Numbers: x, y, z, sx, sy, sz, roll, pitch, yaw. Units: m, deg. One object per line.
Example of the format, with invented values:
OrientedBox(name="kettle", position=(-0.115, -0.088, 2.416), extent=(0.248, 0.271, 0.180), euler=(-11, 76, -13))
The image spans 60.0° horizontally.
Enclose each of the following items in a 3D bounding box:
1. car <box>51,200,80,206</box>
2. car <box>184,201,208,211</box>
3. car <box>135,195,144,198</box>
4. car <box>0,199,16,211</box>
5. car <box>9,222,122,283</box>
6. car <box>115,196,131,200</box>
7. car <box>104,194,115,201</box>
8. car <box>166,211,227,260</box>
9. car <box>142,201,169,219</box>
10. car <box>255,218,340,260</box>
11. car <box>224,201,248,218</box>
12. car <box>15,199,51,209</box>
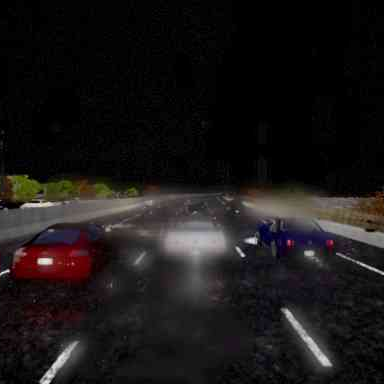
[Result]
OrientedBox(name="car", position=(-13.652, 1.589, 37.392), extent=(1.994, 1.385, 4.181), euler=(0, 0, 1))
OrientedBox(name="car", position=(0.371, 1.510, 29.070), extent=(2.128, 1.511, 4.902), euler=(0, 0, 1))
OrientedBox(name="car", position=(-12.197, 1.513, 77.784), extent=(1.837, 1.490, 4.892), euler=(0, 0, 3))
OrientedBox(name="car", position=(-20.660, 1.499, 37.080), extent=(1.882, 1.535, 5.008), euler=(0, 0, 1))
OrientedBox(name="car", position=(-3.372, 1.567, 9.674), extent=(1.994, 1.385, 4.181), euler=(0, 0, 0))
OrientedBox(name="car", position=(-15.693, 1.550, 77.945), extent=(2.033, 1.411, 5.357), euler=(0, 0, 3))
OrientedBox(name="car", position=(-19.188, 1.363, 78.138), extent=(2.097, 1.767, 4.553), euler=(0, 0, 3))
OrientedBox(name="car", position=(0.153, 1.606, 12.413), extent=(1.895, 1.301, 4.718), euler=(0, 0, 1))
OrientedBox(name="car", position=(-3.129, 1.509, 29.090), extent=(2.128, 1.511, 4.902), euler=(0, 0, 1))
OrientedBox(name="car", position=(3.655, 1.607, 12.510), extent=(1.895, 1.301, 4.718), euler=(0, 0, 1))
OrientedBox(name="car", position=(3.890, 1.547, 30.048), extent=(1.812, 1.442, 4.674), euler=(0, 0, 1))
OrientedBox(name="car", position=(-17.164, 1.548, 36.942), extent=(1.812, 1.442, 4.674), euler=(0, 0, 2))
